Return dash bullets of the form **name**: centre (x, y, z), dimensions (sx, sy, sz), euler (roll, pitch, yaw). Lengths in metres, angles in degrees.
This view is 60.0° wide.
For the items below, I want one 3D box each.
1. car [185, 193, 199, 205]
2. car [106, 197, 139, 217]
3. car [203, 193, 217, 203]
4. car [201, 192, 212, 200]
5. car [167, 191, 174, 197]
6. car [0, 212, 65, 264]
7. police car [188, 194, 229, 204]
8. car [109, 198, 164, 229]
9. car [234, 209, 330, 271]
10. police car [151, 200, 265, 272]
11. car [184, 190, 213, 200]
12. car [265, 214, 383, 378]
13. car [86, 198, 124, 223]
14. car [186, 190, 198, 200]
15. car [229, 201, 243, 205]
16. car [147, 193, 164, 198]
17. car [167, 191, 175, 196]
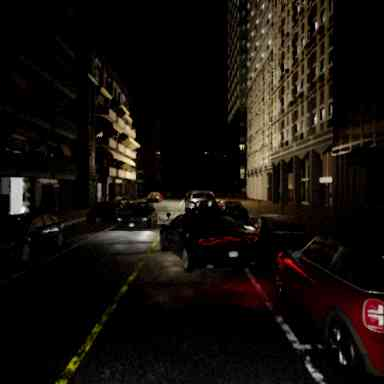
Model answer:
- **car**: centre (-0.003, 0.918, 47.428), dimensions (1.837, 1.490, 4.892), euler (0, 1, 0)
- **car**: centre (-5.707, 1.174, 27.887), dimensions (1.752, 1.417, 4.829), euler (0, 1, 0)
- **car**: centre (2.661, 0.919, 50.653), dimensions (1.887, 1.381, 4.507), euler (0, 1, 0)
- **car**: centre (2.654, 0.790, 61.950), dimensions (2.008, 1.369, 4.403), euler (0, 1, 0)
- **car**: centre (-5.739, 0.526, 84.538), dimensions (2.008, 1.369, 4.403), euler (0, 1, 0)
- **car**: centre (-5.697, 1.407, 11.112), dimensions (2.008, 1.369, 4.403), euler (0, 1, 0)
- **police car**: centre (0.889, 1.163, 20.734), dimensions (1.930, 1.638, 5.238), euler (0, 1, 0)
- **car**: centre (-3.112, 1.295, 19.817), dimensions (2.033, 1.411, 5.357), euler (0, 1, 0)
- **car**: centre (2.683, 1.408, 11.117), dimensions (2.008, 1.369, 4.403), euler (0, 1, 0)
- **police car**: centre (0.241, 1.289, 10.612), dimensions (1.930, 1.638, 5.238), euler (0, 1, -18)
- **car**: centre (0.656, 0.888, 26.647), dimensions (2.150, 2.045, 5.566), euler (0, 1, -4)
- **car**: centre (2.687, 1.369, 5.467), dimensions (1.967, 1.590, 4.097), euler (0, 1, 0)
- **car**: centre (-5.704, 1.282, 22.408), dimensions (1.947, 1.339, 4.313), euler (0, 1, 0)
- **car**: centre (-0.036, 0.586, 62.351), dimensions (2.097, 1.767, 4.553), euler (0, 1, 0)
- **car**: centre (2.677, 1.283, 22.413), dimensions (1.947, 1.339, 4.313), euler (0, 1, 0)
- **car**: centre (-5.720, 0.813, 50.647), dimensions (1.967, 1.590, 4.097), euler (0, 1, 0)
- **car**: centre (-5.742, 0.461, 90.186), dimensions (2.008, 1.369, 4.403), euler (0, 1, 0)
